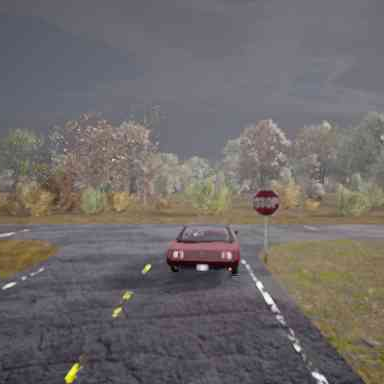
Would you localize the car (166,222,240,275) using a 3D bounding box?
[{"bbox_3d":[0.526,1.593,10.483,1.895,1.301,4.718,0,0,7],"label":"car"}]
